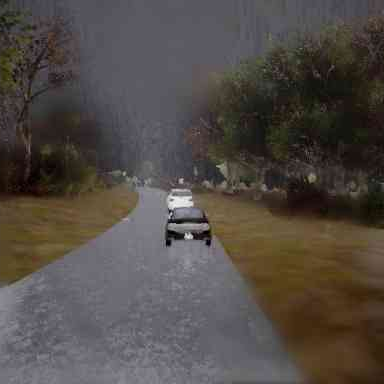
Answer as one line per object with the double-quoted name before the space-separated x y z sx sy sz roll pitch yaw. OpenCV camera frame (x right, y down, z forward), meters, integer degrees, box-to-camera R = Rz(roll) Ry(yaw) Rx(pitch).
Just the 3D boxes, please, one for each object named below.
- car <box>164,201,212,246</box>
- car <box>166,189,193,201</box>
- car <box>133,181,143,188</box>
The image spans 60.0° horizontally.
"car" -0.192 1.393 14.683 2.128 1.511 4.902 0 1 -2
"car" -1.095 0.709 29.739 2.150 2.045 5.566 0 2 -5
"car" -12.223 -1.752 75.473 1.994 1.385 4.181 1 3 -16
